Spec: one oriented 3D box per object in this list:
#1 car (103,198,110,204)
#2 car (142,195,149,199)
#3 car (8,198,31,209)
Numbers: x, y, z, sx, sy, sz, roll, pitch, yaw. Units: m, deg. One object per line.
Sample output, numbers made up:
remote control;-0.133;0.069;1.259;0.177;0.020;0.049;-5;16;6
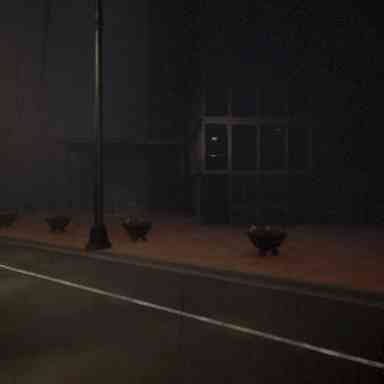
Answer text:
car;-18.869;1.718;66.602;1.895;1.301;4.718;0;0;34
car;-9.921;1.264;79.682;1.812;1.442;4.674;0;0;34
car;-23.578;1.610;46.069;1.837;1.490;4.892;0;0;1
